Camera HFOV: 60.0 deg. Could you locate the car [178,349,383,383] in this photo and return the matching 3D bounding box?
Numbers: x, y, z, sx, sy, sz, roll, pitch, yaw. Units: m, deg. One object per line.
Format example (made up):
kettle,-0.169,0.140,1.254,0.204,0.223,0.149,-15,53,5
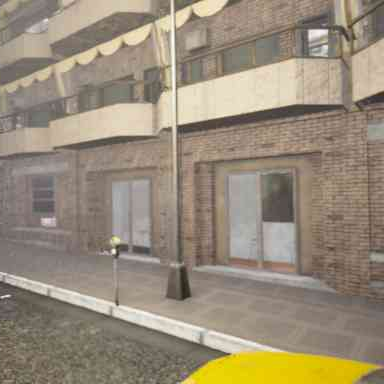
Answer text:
car,1.852,1.522,1.570,4.829,1.417,1.752,0,-1,36
